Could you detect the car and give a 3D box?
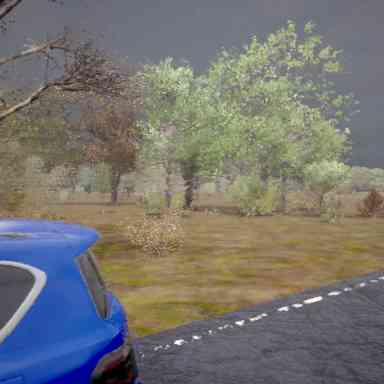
[{"bbox_3d":[-2.904,1.222,1.306,5.566,2.045,2.150,0,0,-35],"label":"car"}]
